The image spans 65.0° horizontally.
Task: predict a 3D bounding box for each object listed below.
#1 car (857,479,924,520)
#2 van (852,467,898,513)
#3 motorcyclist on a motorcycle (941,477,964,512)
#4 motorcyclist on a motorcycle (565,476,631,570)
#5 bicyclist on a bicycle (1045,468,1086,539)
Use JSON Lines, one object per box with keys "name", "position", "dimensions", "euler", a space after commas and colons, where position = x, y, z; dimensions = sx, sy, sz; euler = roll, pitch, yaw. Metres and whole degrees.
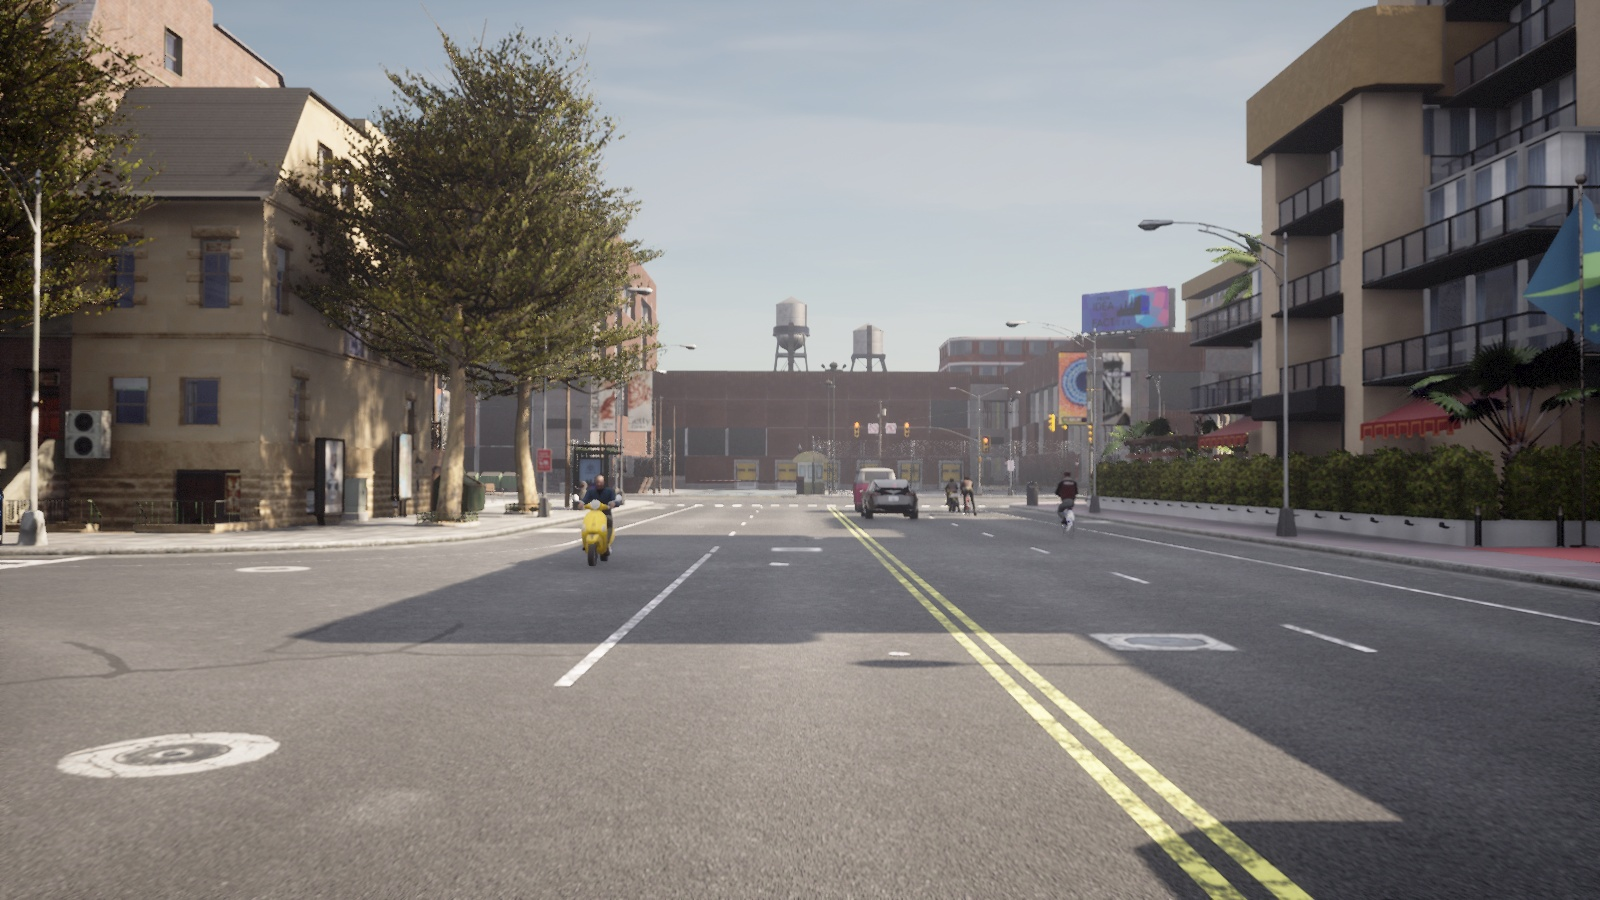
{"name": "car", "position": [3.381, 1.838, 47.757], "dimensions": [2.163, 1.488, 4.792], "euler": [0, -1, 0]}
{"name": "van", "position": [3.356, 1.785, 56.789], "dimensions": [1.775, 1.987, 4.442], "euler": [0, -1, 0]}
{"name": "motorcyclist on a motorcycle", "position": [6.861, 1.997, 56.644], "dimensions": [0.797, 1.523, 2.044], "euler": [0, -1, 0]}
{"name": "motorcyclist on a motorcycle", "position": [-3.557, 1.270, 22.262], "dimensions": [0.866, 1.590, 1.817], "euler": [0, -2, 0]}
{"name": "bicyclist on a bicycle", "position": [6.917, 1.371, 32.771], "dimensions": [0.659, 1.776, 1.843], "euler": [0, -1, 0]}
